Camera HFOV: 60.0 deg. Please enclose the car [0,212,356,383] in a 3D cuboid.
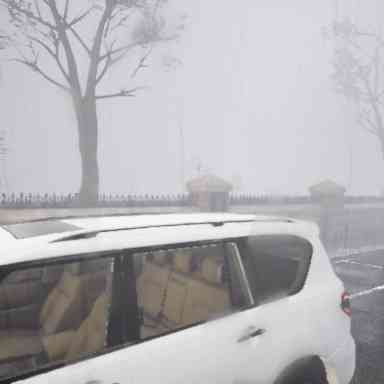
[{"bbox_3d":[-1.005,1.239,2.610,5.566,2.045,2.150,1,-1,-34],"label":"car"}]
